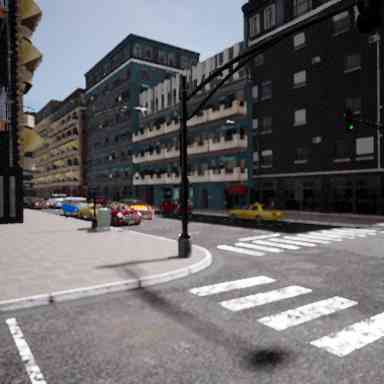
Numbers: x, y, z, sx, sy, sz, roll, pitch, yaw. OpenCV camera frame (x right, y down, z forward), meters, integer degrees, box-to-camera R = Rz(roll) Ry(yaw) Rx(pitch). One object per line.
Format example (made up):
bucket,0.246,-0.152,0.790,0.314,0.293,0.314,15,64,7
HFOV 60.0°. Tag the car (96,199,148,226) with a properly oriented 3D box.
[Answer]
car,-5.275,1.546,24.369,1.967,1.590,4.097,-1,1,-36

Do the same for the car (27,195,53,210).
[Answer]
car,-21.417,1.622,46.843,1.967,1.590,4.097,-1,1,-36

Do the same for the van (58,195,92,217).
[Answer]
van,-11.733,1.476,33.357,1.690,1.788,3.998,-1,1,-36

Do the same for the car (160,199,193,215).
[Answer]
car,-1.697,1.428,33.751,1.967,1.590,4.097,-1,1,-36

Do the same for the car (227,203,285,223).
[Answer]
car,4.662,1.484,24.900,1.752,1.417,4.829,-1,1,-36

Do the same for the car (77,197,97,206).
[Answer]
car,-17.838,1.631,56.226,1.947,1.339,4.313,-1,1,-36

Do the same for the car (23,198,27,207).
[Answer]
car,-24.644,1.764,51.339,1.947,1.339,4.313,-1,1,-36

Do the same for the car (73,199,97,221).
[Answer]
car,-8.402,1.645,28.726,1.752,1.417,4.829,-1,1,-36

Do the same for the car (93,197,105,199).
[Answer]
car,-14.612,1.489,51.730,1.967,1.590,4.097,-1,1,-36

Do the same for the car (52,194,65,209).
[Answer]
car,-19.220,1.366,48.366,2.150,2.045,5.566,-1,0,-35

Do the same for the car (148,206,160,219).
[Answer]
car,-5.034,1.426,28.474,2.097,1.767,4.553,-1,0,-36

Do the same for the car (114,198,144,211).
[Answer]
car,-8.153,1.568,42.742,2.008,1.369,4.403,-1,1,-36

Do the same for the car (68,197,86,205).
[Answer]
car,-21.067,1.633,60.722,2.008,1.369,4.403,-1,1,-36

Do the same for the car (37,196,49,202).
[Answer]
car,-37.210,1.717,83.197,1.887,1.381,4.507,-1,1,-36

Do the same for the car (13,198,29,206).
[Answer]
car,-31.101,1.777,60.329,1.887,1.381,4.507,-1,1,-36
